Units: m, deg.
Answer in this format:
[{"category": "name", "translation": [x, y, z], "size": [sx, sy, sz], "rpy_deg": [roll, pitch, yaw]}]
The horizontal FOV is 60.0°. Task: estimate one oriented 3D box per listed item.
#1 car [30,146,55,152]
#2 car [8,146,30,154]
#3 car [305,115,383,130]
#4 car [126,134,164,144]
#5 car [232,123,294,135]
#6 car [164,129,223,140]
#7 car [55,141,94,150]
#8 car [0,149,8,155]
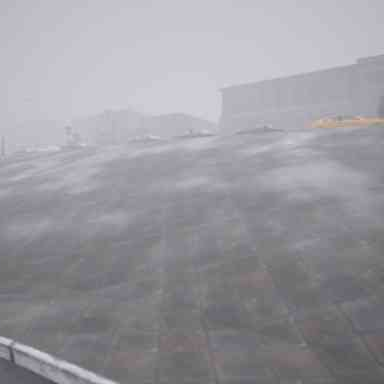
[{"category": "car", "translation": [-17.043, -4.865, 40.157], "size": [4.674, 1.452, 2.002], "rpy_deg": [2, 1, 37]}, {"category": "car", "translation": [-21.586, -5.171, 43.551], "size": [4.553, 1.767, 2.185], "rpy_deg": [2, 1, 37]}, {"category": "car", "translation": [9.626, -4.007, 20.660], "size": [5.008, 1.535, 2.097], "rpy_deg": [2, 1, 34]}, {"category": "car", "translation": [-3.884, -4.498, 30.318], "size": [4.892, 1.521, 2.231], "rpy_deg": [2, 1, 37]}, {"category": "car", "translation": [5.048, -4.140, 23.793], "size": [4.674, 1.452, 2.002], "rpy_deg": [2, 1, 36]}, {"category": "car", "translation": [0.541, -4.348, 27.021], "size": [4.892, 1.521, 2.231], "rpy_deg": [2, 1, 37]}, {"category": "car", "translation": [-12.642, -4.896, 36.866], "size": [4.553, 1.767, 2.185], "rpy_deg": [2, 1, 37]}, {"category": "car", "translation": [-26.006, -5.302, 46.856], "size": [4.553, 1.767, 2.185], "rpy_deg": [2, 1, 37]}]
